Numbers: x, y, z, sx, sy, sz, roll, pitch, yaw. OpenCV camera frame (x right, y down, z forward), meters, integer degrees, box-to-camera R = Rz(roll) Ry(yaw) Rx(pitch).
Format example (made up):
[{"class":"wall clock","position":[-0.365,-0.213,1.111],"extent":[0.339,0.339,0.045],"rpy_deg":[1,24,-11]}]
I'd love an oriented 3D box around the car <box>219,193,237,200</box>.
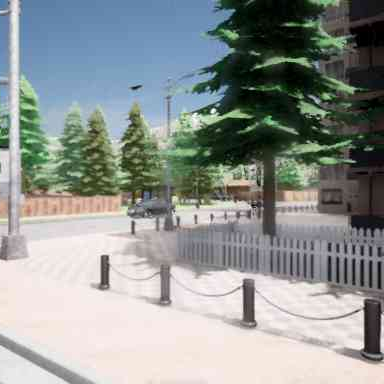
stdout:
[{"class":"car","position":[9.072,1.109,80.730],"extent":[1.932,1.855,4.605],"rpy_deg":[0,0,36]}]

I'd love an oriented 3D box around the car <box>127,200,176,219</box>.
[{"class":"car","position":[-3.454,1.459,28.798],"extent":[2.128,1.511,4.902],"rpy_deg":[0,0,37]}]

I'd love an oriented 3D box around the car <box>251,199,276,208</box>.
[{"class":"car","position":[9.971,1.568,46.330],"extent":[1.895,1.301,4.718],"rpy_deg":[0,0,37]}]

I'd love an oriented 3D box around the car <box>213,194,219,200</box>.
[{"class":"car","position":[6.807,1.109,81.888],"extent":[1.905,1.878,3.866],"rpy_deg":[0,0,36]}]
